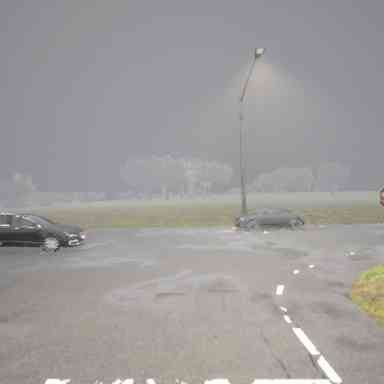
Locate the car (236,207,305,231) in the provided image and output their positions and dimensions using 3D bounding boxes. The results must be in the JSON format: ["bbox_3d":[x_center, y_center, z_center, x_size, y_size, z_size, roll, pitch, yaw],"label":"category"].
[{"bbox_3d":[4.858,1.652,20.904,4.181,1.385,1.994,-2,-2,-1],"label":"car"}]

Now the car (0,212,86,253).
[{"bbox_3d":[-6.926,1.626,13.767,4.892,1.490,1.837,0,-1,0],"label":"car"}]
